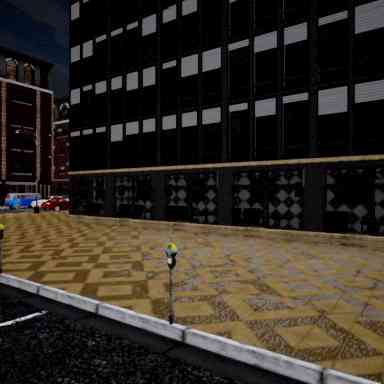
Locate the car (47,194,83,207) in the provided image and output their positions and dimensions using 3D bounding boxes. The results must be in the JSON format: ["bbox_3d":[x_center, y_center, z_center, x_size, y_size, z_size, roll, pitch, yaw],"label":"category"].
[{"bbox_3d":[-16.802,1.079,44.240,1.967,1.590,4.097,1,1,35],"label":"car"}]

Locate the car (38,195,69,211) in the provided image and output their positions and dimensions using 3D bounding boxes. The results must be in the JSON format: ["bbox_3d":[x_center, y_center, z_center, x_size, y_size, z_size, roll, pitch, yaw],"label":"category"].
[{"bbox_3d":[-13.557,1.269,35.117,1.887,1.381,4.507,1,1,35],"label":"car"}]

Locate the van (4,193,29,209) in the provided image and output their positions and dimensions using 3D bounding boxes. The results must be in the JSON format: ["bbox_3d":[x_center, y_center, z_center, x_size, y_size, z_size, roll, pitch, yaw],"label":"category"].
[{"bbox_3d":[-20.036,1.050,39.598,1.690,1.788,3.998,1,1,35],"label":"van"}]

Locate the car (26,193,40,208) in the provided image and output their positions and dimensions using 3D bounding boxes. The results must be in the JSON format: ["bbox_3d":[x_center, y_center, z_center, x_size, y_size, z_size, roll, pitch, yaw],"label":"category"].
[{"bbox_3d":[-16.828,1.213,39.914,1.812,1.442,4.674,0,1,35],"label":"car"}]
